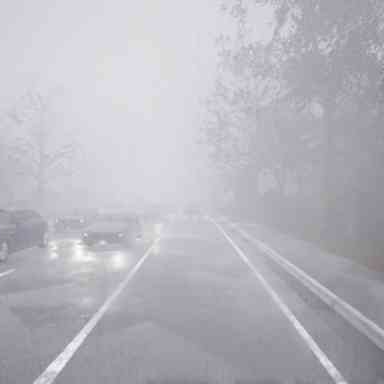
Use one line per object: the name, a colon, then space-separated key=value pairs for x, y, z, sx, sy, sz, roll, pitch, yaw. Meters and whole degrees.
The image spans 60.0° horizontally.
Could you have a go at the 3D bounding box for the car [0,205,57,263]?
car: x=-7.010 y=1.380 z=12.041 sx=2.097 sy=1.767 sz=4.553 roll=0 pitch=-1 yaw=1

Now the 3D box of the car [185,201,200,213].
car: x=0.067 y=2.120 z=45.805 sx=1.994 sy=1.385 sz=4.181 roll=0 pitch=-1 yaw=0

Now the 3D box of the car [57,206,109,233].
car: x=-6.958 y=1.756 z=21.022 sx=1.895 sy=1.301 sz=4.718 roll=0 pitch=-1 yaw=0

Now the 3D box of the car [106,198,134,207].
car: x=-6.950 y=1.649 z=30.128 sx=2.097 sy=1.767 sz=4.553 roll=0 pitch=-1 yaw=0

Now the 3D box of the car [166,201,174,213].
car: x=-3.465 y=2.004 z=44.388 sx=1.882 sy=1.535 sz=5.008 roll=0 pitch=-1 yaw=0

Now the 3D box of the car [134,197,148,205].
car: x=-6.978 y=1.726 z=43.907 sx=2.150 sy=2.045 sz=5.566 roll=0 pitch=0 yaw=0

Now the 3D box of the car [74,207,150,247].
car: x=-3.483 y=1.631 z=15.691 sx=2.033 sy=1.411 sz=5.357 roll=0 pitch=-1 yaw=0

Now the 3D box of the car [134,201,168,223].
car: x=-3.434 y=1.792 z=28.784 sx=1.837 sy=1.490 sz=4.892 roll=0 pitch=-1 yaw=0

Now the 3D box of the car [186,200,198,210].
car: x=-0.026 y=2.168 z=55.679 sx=1.812 sy=1.442 sz=4.674 roll=0 pitch=0 yaw=-1
